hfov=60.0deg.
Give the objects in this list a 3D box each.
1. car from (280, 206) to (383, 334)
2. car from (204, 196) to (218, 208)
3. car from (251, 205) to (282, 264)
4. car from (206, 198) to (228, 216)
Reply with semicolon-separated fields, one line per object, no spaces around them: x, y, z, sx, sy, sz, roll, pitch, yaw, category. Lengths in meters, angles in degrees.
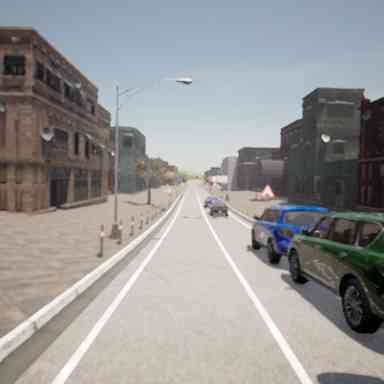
3.834;1.437;7.291;2.150;2.045;5.566;1;-1;0;car
2.887;1.296;47.836;2.097;1.767;4.553;1;2;0;car
3.824;1.557;13.301;2.150;2.045;5.566;1;-1;0;car
2.924;1.777;36.941;1.837;1.490;4.892;1;1;0;car
